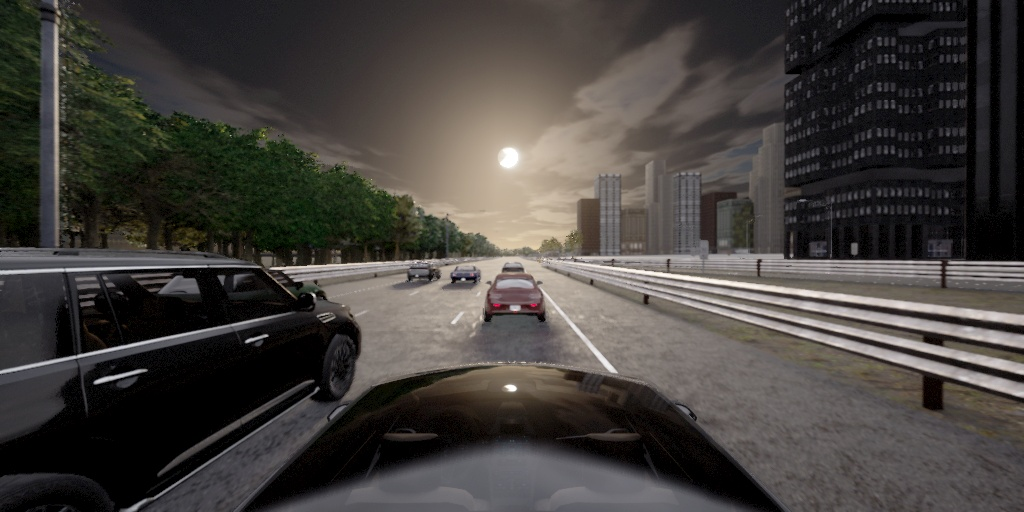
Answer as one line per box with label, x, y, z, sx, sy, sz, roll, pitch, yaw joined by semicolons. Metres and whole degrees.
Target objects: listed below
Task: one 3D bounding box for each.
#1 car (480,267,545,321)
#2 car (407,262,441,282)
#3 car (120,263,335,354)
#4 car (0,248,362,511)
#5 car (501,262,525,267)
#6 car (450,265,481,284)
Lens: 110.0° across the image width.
car;0.084;1.276;12.254;1.812;1.442;4.674;0;0;0
car;-6.909;1.232;28.536;2.128;1.511;4.902;0;0;0
car;-6.903;1.102;9.555;2.097;1.767;4.553;0;0;0
car;-3.402;0.972;3.211;2.150;2.045;5.566;0;0;0
car;0.091;1.216;30.172;1.882;1.535;5.008;0;0;0
car;-3.409;1.343;27.339;1.895;1.301;4.718;0;0;0
